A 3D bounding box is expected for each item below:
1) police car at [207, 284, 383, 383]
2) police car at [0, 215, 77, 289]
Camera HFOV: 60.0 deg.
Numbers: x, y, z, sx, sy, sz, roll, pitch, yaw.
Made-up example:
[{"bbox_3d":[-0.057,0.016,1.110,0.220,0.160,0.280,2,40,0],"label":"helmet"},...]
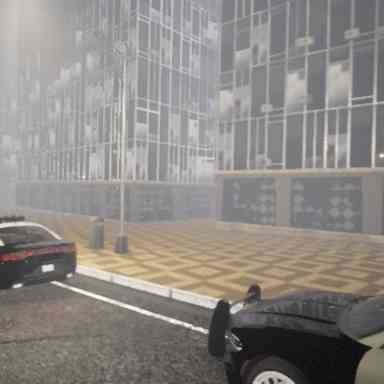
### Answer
[{"bbox_3d":[2.541,1.463,2.872,5.238,1.638,1.930,0,0,37],"label":"police car"},{"bbox_3d":[-5.134,1.449,8.890,5.238,1.638,1.930,0,-1,39],"label":"police car"}]
